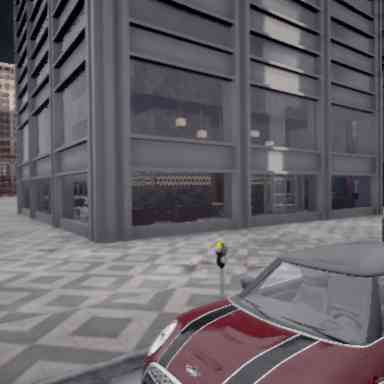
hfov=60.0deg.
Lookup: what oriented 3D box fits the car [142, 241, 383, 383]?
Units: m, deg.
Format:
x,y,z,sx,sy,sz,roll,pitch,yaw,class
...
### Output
x,y,z,sx,sy,sz,roll,pitch,yaw,class
1.493,1.386,3.570,4.097,1.590,1.967,-1,1,-35,car
